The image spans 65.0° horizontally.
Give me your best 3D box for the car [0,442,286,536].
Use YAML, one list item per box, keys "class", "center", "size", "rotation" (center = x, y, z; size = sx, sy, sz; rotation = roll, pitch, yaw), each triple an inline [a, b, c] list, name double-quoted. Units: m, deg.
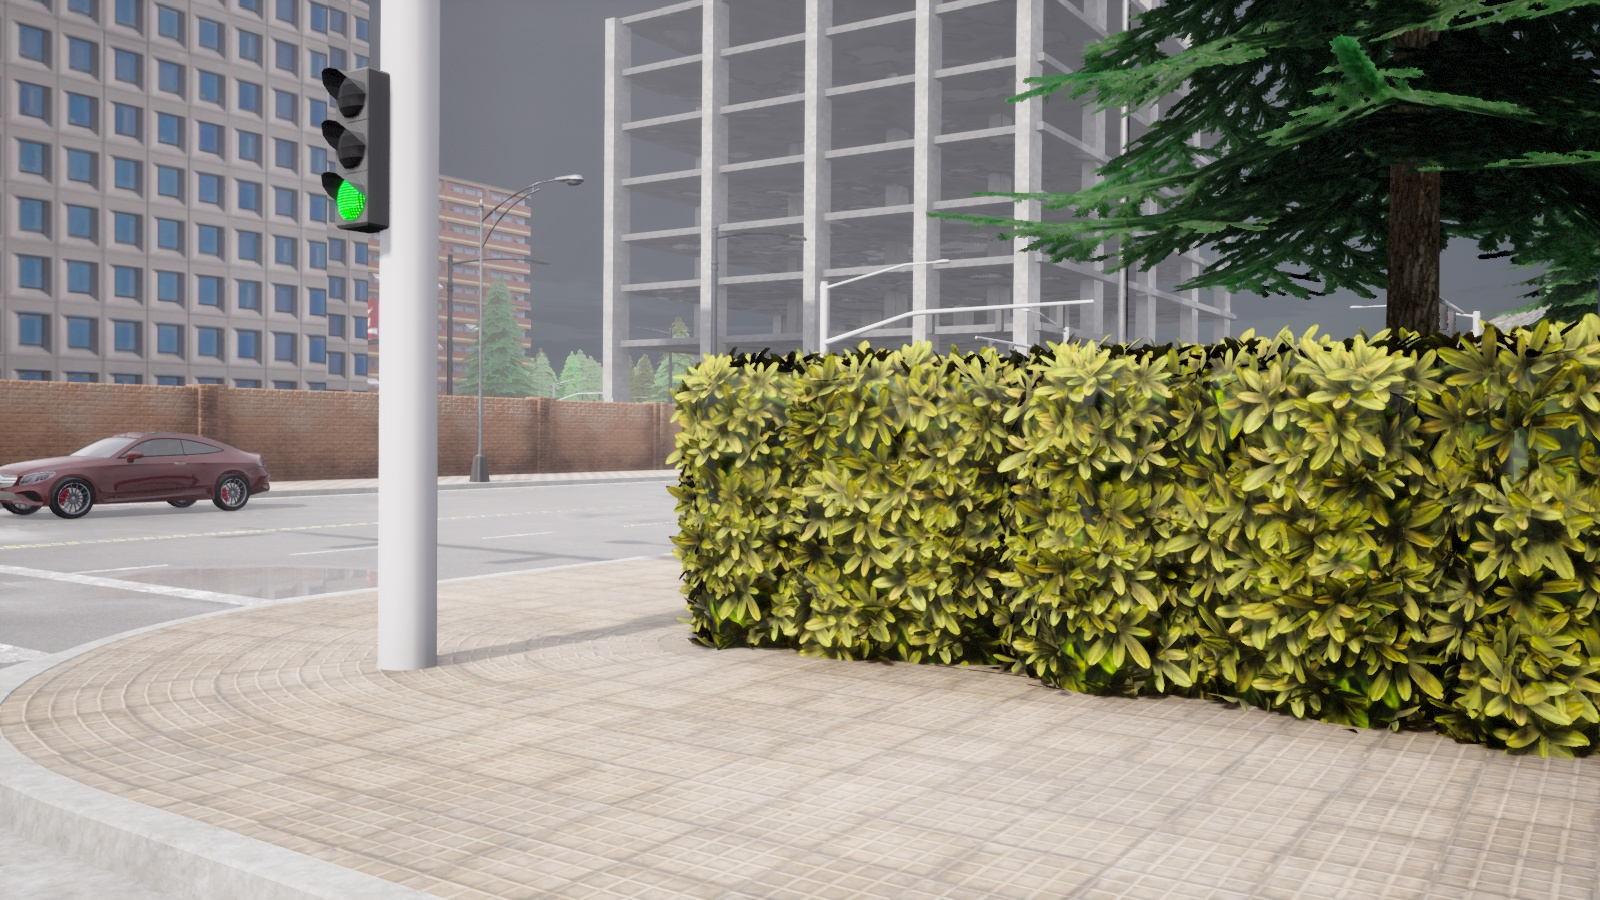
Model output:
- class: "car"
  center: [-11.841, 0.613, 22.469]
  size: [1.812, 1.442, 4.674]
  rotation: [0, 1, 33]
